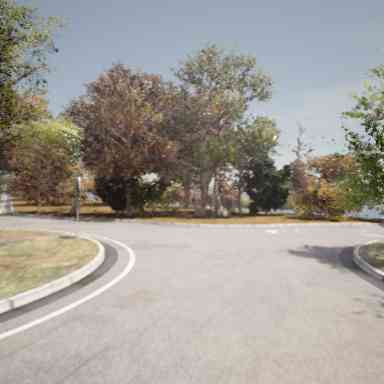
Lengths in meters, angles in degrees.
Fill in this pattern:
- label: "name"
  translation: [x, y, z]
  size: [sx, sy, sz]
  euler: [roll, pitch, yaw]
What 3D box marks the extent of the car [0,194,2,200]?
- label: "car"
  translation: [-37.981, 1.034, 64.000]
  size: [2.033, 1.411, 5.357]
  euler: [1, 0, -29]
